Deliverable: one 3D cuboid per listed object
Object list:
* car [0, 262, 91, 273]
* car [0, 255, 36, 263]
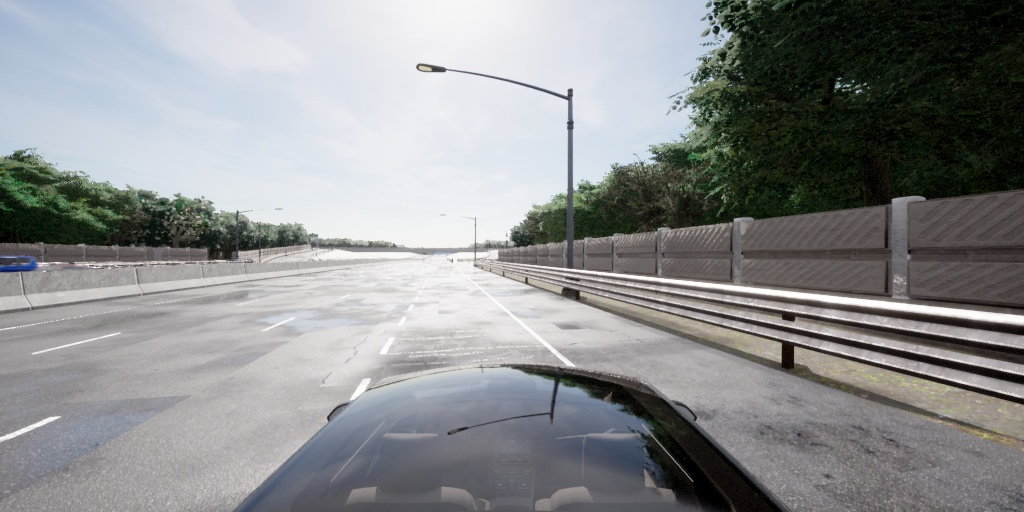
[{"bbox_3d":[-28.917,1.282,22.813,1.812,1.442,4.674,0,0,-11],"label":"car"},{"bbox_3d":[-32.258,0.979,21.653,2.150,2.045,5.566,0,0,-11],"label":"car"}]
